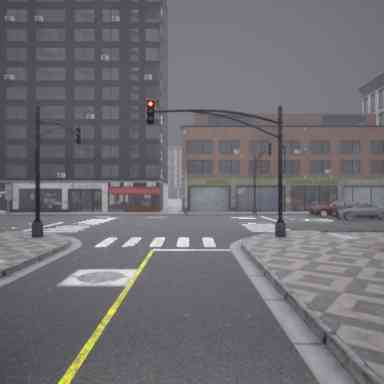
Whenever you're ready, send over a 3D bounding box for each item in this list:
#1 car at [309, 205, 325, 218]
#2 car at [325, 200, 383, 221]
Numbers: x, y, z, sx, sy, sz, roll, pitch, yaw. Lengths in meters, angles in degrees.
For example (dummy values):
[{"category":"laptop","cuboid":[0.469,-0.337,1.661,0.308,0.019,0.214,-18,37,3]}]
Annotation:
[{"category":"car","cuboid":[13.143,1.482,29.906,5.008,1.535,1.882,0,0,1]},{"category":"car","cuboid":[13.399,1.542,26.653,4.181,1.385,1.994,0,0,0]}]
